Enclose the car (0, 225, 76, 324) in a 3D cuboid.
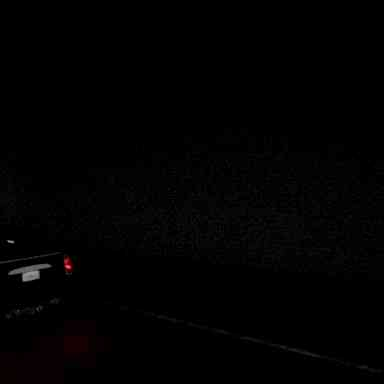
[{"bbox_3d":[-4.500,1.468,6.808,4.553,1.767,2.097,-1,-1,34],"label":"car"}]
